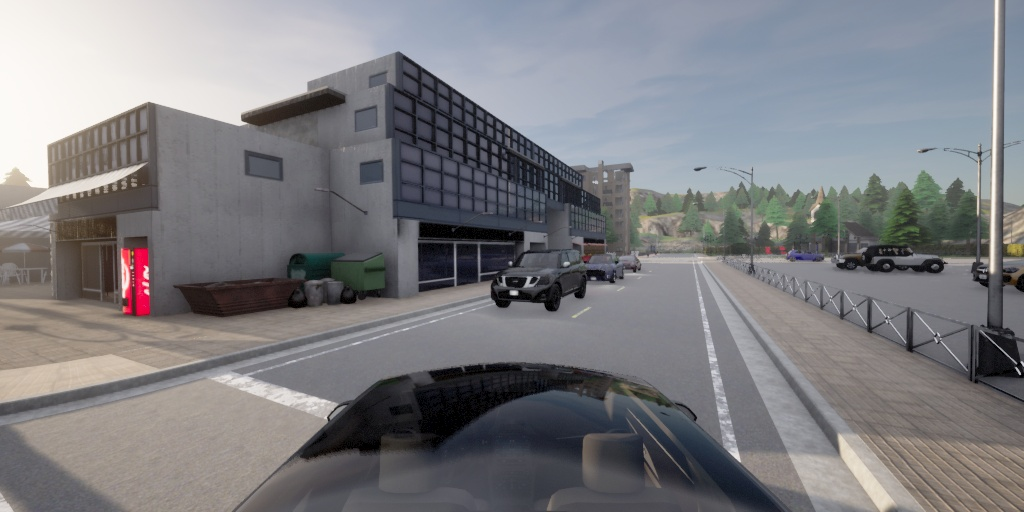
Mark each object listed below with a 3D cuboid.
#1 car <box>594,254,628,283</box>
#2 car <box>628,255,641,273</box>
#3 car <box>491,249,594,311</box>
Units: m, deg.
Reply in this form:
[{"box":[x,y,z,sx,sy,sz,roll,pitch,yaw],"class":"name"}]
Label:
[{"box":[5.679,0.677,22.583,2.097,1.767,4.553,0,1,26],"class":"car"},{"box":[10.250,0.632,31.738,1.812,1.442,4.674,0,1,27],"class":"car"},{"box":[1.290,0.757,13.780,2.150,2.045,5.566,0,1,26],"class":"car"}]
